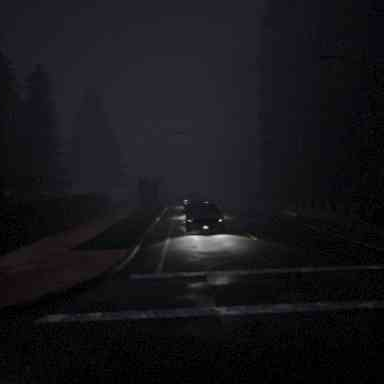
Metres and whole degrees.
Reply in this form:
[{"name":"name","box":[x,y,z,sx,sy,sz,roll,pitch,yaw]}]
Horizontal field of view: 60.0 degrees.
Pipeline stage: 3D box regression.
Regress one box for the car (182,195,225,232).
[{"name":"car","box":[0.533,1.131,17.481,2.033,1.411,5.357,-1,1,-1]}]

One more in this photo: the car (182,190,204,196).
[{"name":"car","box":[0.271,0.712,27.489,2.097,1.767,4.553,-1,1,-1]}]

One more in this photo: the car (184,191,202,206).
[{"name":"car","box":[0.033,0.641,37.475,1.837,1.490,4.892,-1,1,-1]}]
